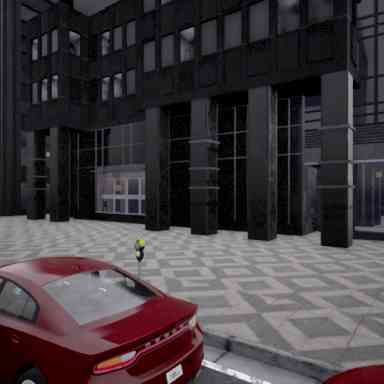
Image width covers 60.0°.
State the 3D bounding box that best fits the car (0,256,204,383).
[{"bbox_3d":[-1.974,1.545,4.378,4.507,1.381,1.887,0,0,36],"label":"car"}]

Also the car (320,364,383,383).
[{"bbox_3d":[2.608,1.545,1.096,4.507,1.381,1.887,0,0,36],"label":"car"}]
